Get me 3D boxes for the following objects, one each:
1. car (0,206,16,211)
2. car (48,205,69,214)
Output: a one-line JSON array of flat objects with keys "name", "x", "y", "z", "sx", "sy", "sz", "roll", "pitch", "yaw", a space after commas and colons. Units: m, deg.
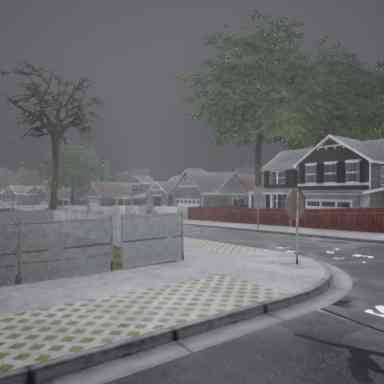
[{"name": "car", "x": -41.340, "y": 3.887, "z": 74.456, "sx": 5.008, "sy": 1.535, "sz": 1.882, "roll": -2, "pitch": -2, "yaw": 40}, {"name": "car", "x": -18.779, "y": 2.674, "z": 46.733, "sx": 2.097, "sy": 1.767, "sz": 4.553, "roll": 1, "pitch": -2, "yaw": -38}]
